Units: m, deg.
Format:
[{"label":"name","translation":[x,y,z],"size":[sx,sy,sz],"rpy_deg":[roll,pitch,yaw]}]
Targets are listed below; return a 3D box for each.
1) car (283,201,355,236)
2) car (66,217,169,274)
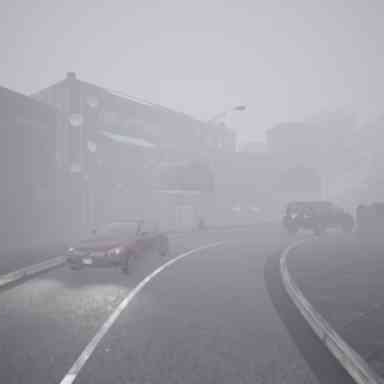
[{"label":"car","translation":[8.183,1.611,21.376],"size":[5.566,2.045,2.150],"rpy_deg":[1,-3,-37]},{"label":"car","translation":[-2.147,1.594,10.997],"size":[1.812,1.442,4.674],"rpy_deg":[-1,-1,15]}]
